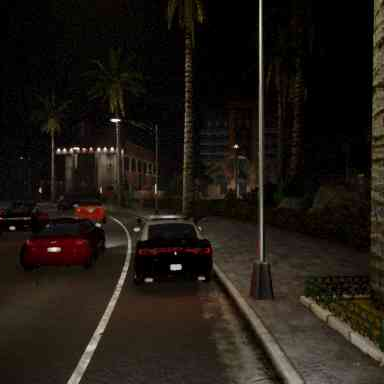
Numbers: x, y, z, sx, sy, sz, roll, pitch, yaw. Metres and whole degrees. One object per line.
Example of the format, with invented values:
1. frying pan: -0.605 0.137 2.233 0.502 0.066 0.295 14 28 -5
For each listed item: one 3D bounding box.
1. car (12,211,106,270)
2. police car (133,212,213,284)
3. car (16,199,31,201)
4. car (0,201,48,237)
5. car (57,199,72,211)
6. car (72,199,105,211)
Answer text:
1. car: -4.100 1.561 11.168 1.994 1.385 4.181 0 0 -8
2. police car: -0.678 1.424 9.770 1.930 1.638 5.238 0 0 -7
3. car: -21.257 1.583 41.688 1.895 1.301 4.718 0 0 -43
4. car: -9.038 1.484 18.017 2.128 1.511 4.902 0 0 -14
5. car: -14.283 1.514 38.482 1.812 1.442 4.674 0 0 -34
6. car: -7.848 1.346 25.433 2.097 1.767 4.553 0 0 -19
